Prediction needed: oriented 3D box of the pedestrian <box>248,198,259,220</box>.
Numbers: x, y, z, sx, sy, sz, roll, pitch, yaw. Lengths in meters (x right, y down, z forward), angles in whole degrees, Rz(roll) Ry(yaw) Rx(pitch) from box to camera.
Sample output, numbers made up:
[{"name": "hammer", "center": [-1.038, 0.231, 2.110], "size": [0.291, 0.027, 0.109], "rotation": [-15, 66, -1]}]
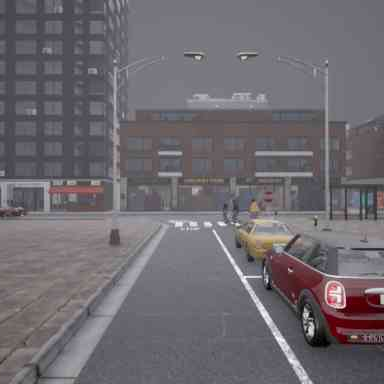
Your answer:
[{"name": "pedestrian", "center": [4.048, 1.303, 21.665], "size": [0.375, 1.860, 0.375], "rotation": [0, 0, 0]}]

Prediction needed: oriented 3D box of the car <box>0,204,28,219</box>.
[{"name": "car", "center": [-16.326, 1.625, 27.722], "size": [4.718, 1.301, 1.895], "rotation": [0, 0, 0]}]

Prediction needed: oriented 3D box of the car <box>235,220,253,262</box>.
[{"name": "car", "center": [2.576, 1.530, 11.935], "size": [1.752, 1.417, 4.829], "rotation": [0, 0, 0]}]

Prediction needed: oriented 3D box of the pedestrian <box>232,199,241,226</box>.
[{"name": "pedestrian", "center": [2.926, 1.303, 22.322], "size": [0.375, 1.860, 0.375], "rotation": [0, 0, 0]}]

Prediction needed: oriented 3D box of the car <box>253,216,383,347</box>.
[{"name": "car", "center": [2.609, 1.442, 6.328], "size": [1.967, 1.590, 4.097], "rotation": [0, 0, 0]}]

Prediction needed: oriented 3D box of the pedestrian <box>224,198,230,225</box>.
[{"name": "pedestrian", "center": [2.326, 1.300, 22.855], "size": [0.375, 1.860, 0.375], "rotation": [0, 0, 0]}]
